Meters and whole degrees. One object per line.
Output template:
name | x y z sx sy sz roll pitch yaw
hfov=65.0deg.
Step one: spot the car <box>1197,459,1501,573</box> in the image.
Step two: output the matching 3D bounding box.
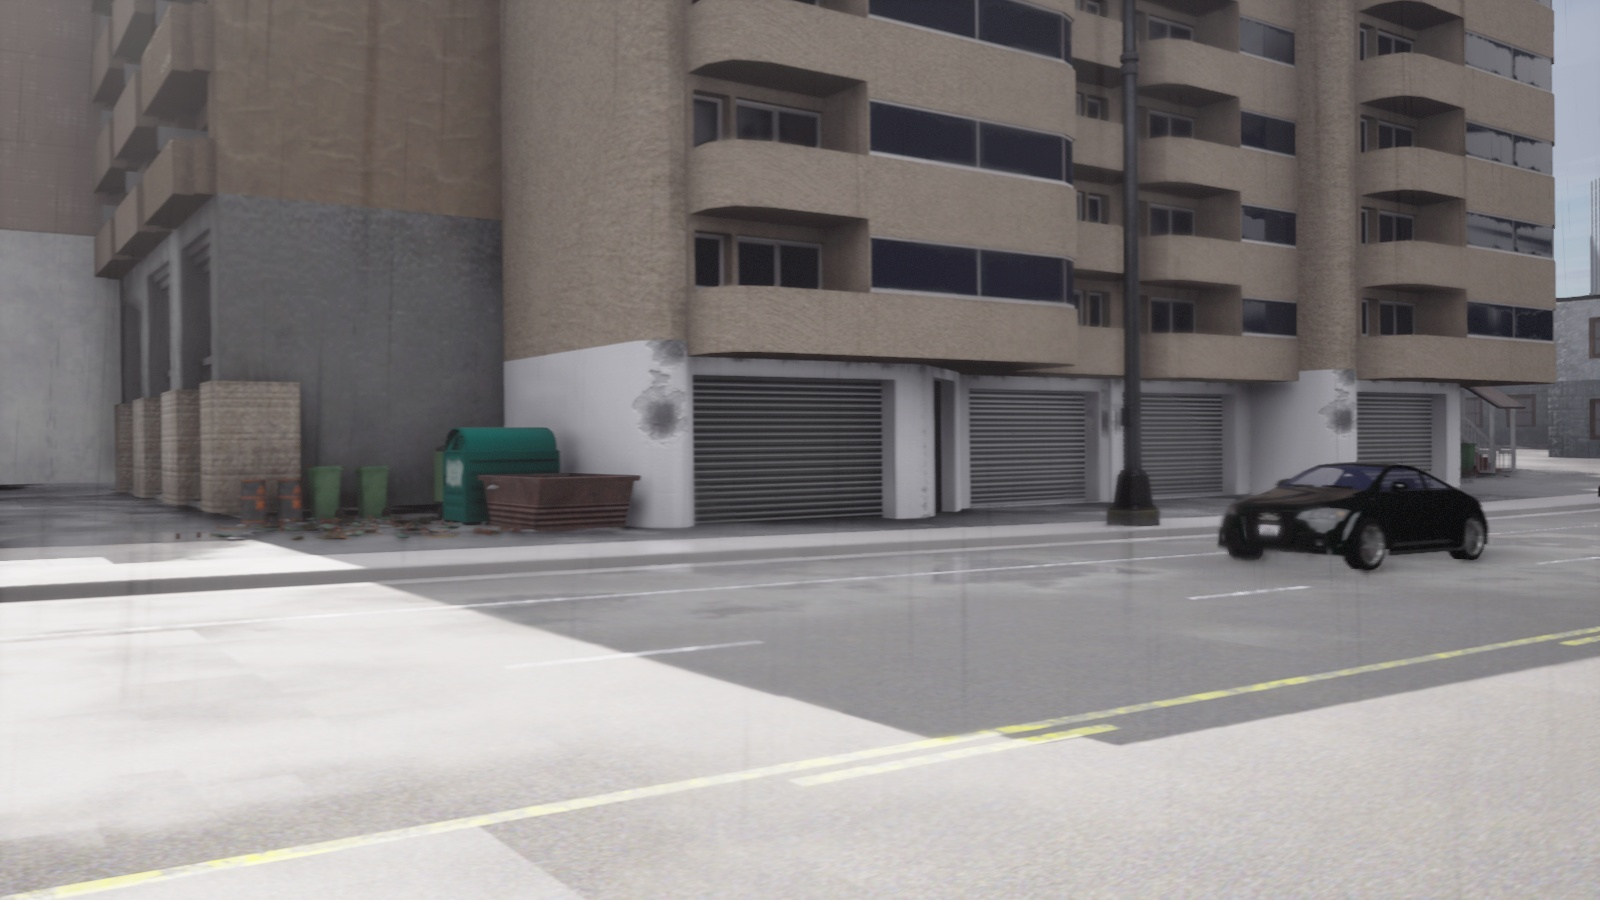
car | 7.716 0.833 17.558 4.181 1.385 1.994 0 0 -35
